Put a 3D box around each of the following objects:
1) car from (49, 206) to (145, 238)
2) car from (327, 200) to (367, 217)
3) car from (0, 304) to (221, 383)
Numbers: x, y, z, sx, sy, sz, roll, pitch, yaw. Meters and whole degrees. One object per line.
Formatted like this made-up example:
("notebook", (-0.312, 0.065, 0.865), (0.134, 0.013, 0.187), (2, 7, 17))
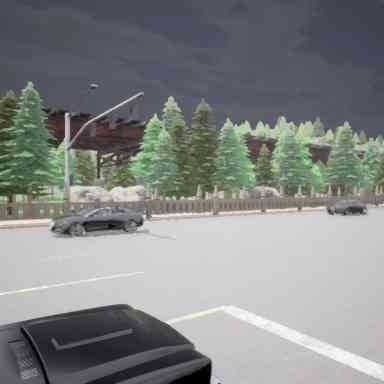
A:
("car", (-4.907, 1.492, 17.687), (4.902, 1.511, 2.128), (0, 0, -35))
("car", (14.851, 1.506, 31.779), (4.892, 1.490, 1.837), (1, 0, -35))
("car", (-2.077, 1.601, 2.284), (4.718, 1.301, 1.895), (0, 0, -35))
